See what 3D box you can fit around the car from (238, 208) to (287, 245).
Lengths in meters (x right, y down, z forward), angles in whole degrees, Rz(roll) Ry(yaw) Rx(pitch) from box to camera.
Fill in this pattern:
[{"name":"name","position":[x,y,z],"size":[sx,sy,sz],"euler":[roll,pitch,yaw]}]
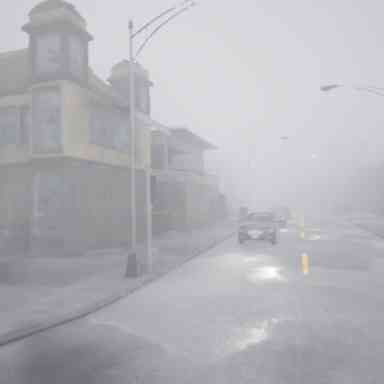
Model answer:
[{"name":"car","position":[3.685,1.850,17.790],"size":[2.128,1.511,4.902],"euler":[-1,-1,18]}]

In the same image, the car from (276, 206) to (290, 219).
[{"name":"car","position":[6.811,2.049,27.237],"size":[1.812,1.442,4.674],"euler":[-1,-1,18]}]
